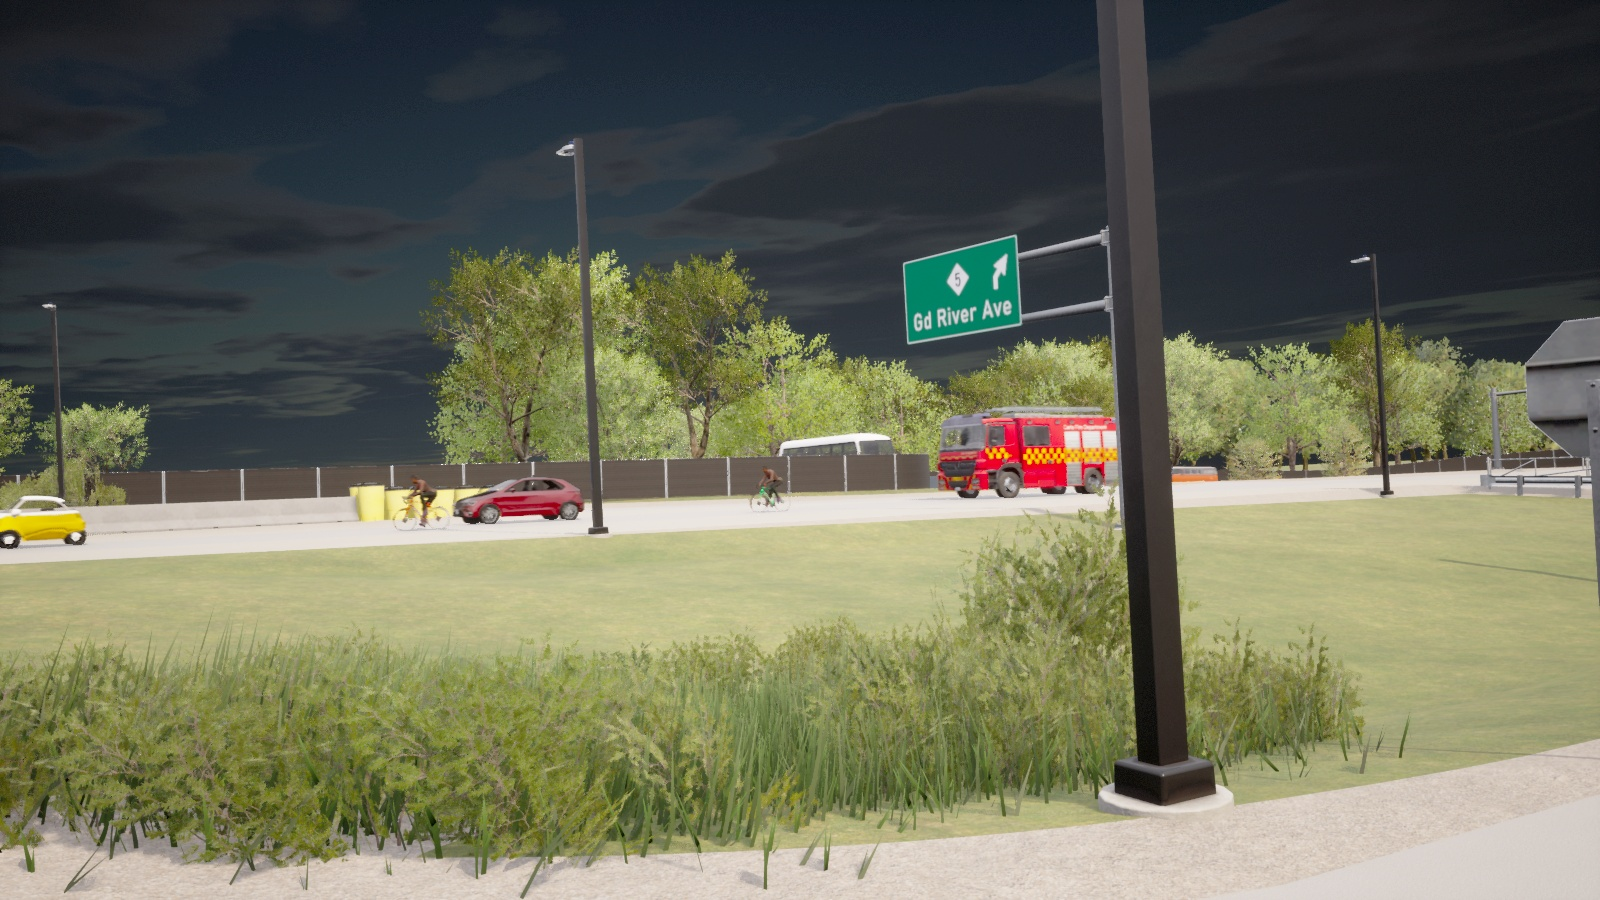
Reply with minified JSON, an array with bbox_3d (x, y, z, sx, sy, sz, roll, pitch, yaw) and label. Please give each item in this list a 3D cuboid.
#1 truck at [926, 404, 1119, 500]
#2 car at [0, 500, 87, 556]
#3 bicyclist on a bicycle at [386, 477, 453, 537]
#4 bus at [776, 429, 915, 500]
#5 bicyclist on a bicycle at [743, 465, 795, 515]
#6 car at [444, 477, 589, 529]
[{"bbox_3d":[9.700,0.036,54.307,8.468,3.827,2.891,-2,-2,-35],"label":"truck"},{"bbox_3d":[-20.402,2.070,33.530,2.207,1.376,1.481,-1,-2,-35],"label":"car"},{"bbox_3d":[-10.868,1.609,35.877,1.656,1.620,0.582,-2,-1,-35],"label":"bicyclist on a bicycle"},{"bbox_3d":[2.991,1.086,87.401,3.944,4.253,10.273,-3,-2,-36],"label":"bus"},{"bbox_3d":[-1.054,1.342,42.664,1.656,1.620,0.582,-2,-1,-35],"label":"bicyclist on a bicycle"},{"bbox_3d":[-9.283,1.729,41.221,4.193,1.474,1.816,-2,-2,-35],"label":"car"}]
